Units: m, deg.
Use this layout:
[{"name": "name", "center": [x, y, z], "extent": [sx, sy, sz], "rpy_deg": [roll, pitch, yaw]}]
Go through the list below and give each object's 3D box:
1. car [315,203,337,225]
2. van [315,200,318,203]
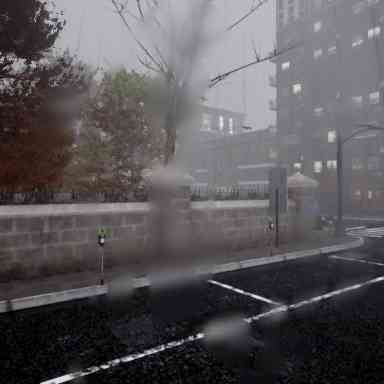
[{"name": "car", "center": [8.281, 1.801, 25.766], "extent": [2.033, 1.411, 5.357], "rpy_deg": [0, -1, -36]}, {"name": "van", "center": [10.417, 1.646, 32.623], "extent": [1.690, 1.788, 3.998], "rpy_deg": [-1, 0, -36]}]
